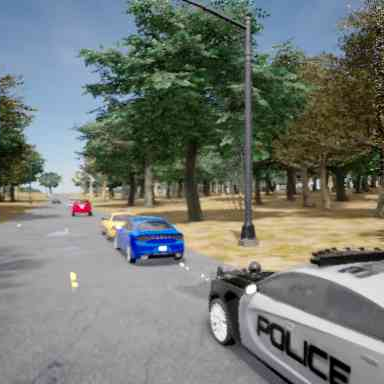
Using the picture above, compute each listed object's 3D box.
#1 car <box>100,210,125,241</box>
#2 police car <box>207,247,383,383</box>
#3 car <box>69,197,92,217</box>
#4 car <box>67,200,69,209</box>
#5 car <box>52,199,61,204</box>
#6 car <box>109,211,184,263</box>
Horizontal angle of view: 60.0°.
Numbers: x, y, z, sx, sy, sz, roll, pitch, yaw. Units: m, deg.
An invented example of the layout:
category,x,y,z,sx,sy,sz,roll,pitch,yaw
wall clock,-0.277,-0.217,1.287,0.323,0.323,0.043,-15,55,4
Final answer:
category,x,y,z,sx,sy,sz,roll,pitch,yaw
car,-4.119,1.792,18.984,1.801,1.575,5.366,0,-1,-21
police car,1.831,1.516,4.127,1.930,1.638,5.238,0,-1,-23
car,-13.132,1.788,39.400,2.150,2.045,5.566,0,0,-21
car,-20.717,1.934,58.738,2.150,2.045,5.566,0,0,-21
car,-33.391,2.299,81.822,1.994,1.385,4.181,0,0,-21
car,-1.875,1.734,13.231,1.882,1.535,5.008,0,-1,-22
